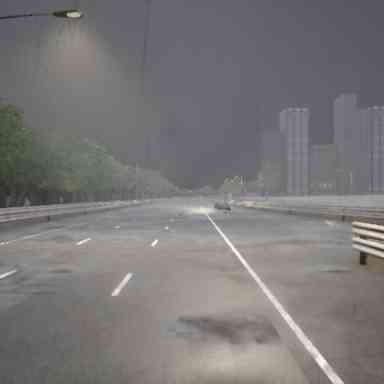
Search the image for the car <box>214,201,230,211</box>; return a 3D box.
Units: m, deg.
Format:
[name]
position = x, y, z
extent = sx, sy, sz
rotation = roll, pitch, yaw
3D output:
[car]
position = 4.623, 2.151, 51.549
extent = 1.994, 1.385, 4.181
rotation = 0, -1, -5
